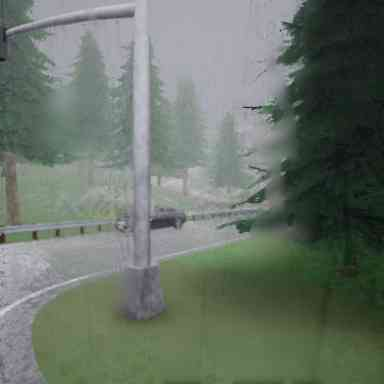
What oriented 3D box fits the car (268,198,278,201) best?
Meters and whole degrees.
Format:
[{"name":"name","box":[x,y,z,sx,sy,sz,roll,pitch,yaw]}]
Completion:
[{"name":"car","box":[12.459,1.531,54.191,1.882,1.535,5.008,0,0,-31]}]

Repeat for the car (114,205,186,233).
[{"name":"car","box":[-2.287,1.526,19.147,2.128,1.511,4.902,0,0,35]}]
